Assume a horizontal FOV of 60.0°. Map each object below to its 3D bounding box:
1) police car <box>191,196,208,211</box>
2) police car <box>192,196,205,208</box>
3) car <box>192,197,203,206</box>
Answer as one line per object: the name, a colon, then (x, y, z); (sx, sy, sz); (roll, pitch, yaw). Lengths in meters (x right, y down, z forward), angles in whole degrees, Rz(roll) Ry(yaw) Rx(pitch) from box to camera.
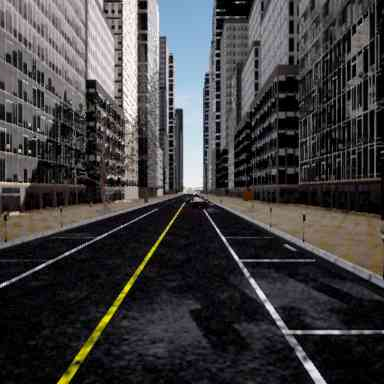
police car: (0.900, 1.436, 41.036); (1.930, 1.638, 5.238); (0, 0, 0)
police car: (0.900, 1.445, 51.036); (1.930, 1.638, 5.238); (0, 0, 0)
car: (0.900, 1.567, 56.926); (1.837, 1.490, 4.892); (0, 0, 0)
